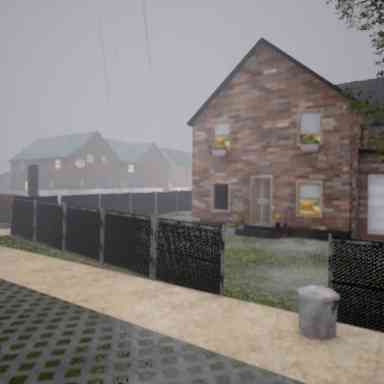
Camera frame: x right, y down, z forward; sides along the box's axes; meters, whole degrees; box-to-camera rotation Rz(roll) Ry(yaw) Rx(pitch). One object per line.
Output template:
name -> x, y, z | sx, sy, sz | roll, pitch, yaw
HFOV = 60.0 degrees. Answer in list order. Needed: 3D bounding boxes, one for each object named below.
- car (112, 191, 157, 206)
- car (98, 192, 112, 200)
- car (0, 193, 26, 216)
car -> -4.208, 0.705, 28.395 | 1.812, 1.442, 4.674 | 1, 2, 34
car -> -6.703, 0.668, 29.913 | 1.812, 1.442, 4.674 | 1, 2, 34
car -> -12.320, 0.869, 21.403 | 1.882, 1.535, 5.008 | 1, 2, 32
